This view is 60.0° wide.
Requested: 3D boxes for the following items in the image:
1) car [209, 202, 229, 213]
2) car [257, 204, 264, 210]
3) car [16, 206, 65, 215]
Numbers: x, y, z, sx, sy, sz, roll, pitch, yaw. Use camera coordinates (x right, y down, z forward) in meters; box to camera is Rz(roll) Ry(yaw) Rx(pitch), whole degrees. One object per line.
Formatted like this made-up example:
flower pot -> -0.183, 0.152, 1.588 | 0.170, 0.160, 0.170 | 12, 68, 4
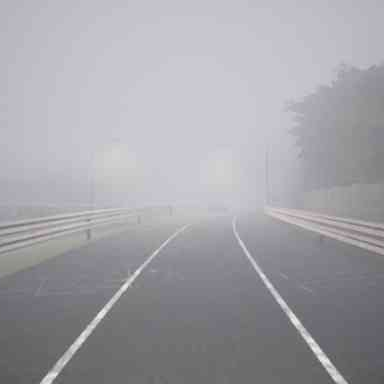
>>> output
car -> 4.850, 2.755, 59.514 | 2.097, 1.767, 4.553 | -1, -2, 33
car -> 18.318, 3.947, 87.724 | 1.994, 1.385, 4.181 | 0, -2, 16
car -> -16.305, 2.140, 35.971 | 4.718, 1.301, 1.895 | 2, -2, -40
